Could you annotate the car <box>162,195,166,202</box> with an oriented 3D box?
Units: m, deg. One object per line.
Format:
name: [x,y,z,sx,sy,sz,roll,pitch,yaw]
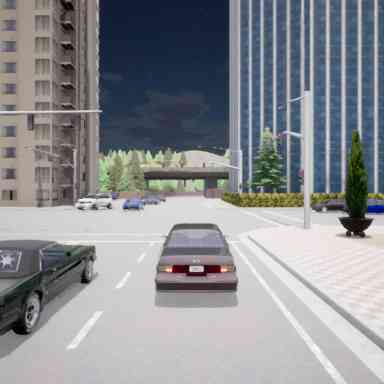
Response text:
car: [-6.854,1.353,72.594,2.097,1.767,4.553,0,0,0]

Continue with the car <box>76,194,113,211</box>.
car: [-11.955,1.224,41.366,2.150,2.045,5.566,1,0,18]

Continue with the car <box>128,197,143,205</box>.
car: [-10.429,1.600,61.889,1.895,1.301,4.718,0,0,1]

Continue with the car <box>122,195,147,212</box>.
car: [-7.016,1.477,39.833,1.882,1.535,5.008,0,0,0]

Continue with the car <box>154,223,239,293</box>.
car: [0.093,1.547,8.998,2.033,1.411,5.357,0,0,0]

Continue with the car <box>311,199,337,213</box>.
car: [15.665,1.504,36.560,4.892,1.490,1.837,0,0,0]

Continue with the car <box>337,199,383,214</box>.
car: [17.616,1.477,33.076,5.008,1.535,1.882,0,0,0]

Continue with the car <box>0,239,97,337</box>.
car: [-3.425,1.601,6.659,1.895,1.301,4.718,0,0,1]

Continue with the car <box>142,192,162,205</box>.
car: [-6.964,1.352,57.424,2.097,1.767,4.553,0,0,0]
